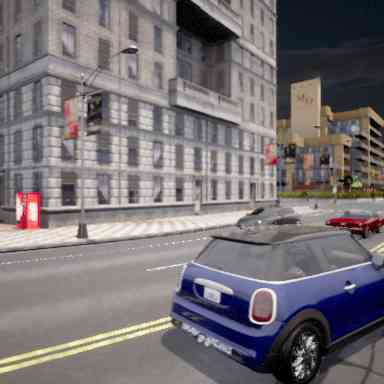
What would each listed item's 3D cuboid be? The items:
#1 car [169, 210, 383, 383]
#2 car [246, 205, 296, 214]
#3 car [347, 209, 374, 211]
[{"bbox_3d":[1.934,1.345,5.584,4.553,1.767,2.097,0,0,-38],"label":"car"},{"bbox_3d":[4.197,1.489,17.695,1.837,1.490,4.892,0,0,41],"label":"car"},{"bbox_3d":[8.544,1.579,17.347,1.895,1.301,4.718,0,0,40],"label":"car"}]
